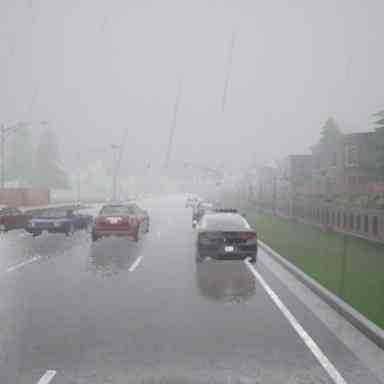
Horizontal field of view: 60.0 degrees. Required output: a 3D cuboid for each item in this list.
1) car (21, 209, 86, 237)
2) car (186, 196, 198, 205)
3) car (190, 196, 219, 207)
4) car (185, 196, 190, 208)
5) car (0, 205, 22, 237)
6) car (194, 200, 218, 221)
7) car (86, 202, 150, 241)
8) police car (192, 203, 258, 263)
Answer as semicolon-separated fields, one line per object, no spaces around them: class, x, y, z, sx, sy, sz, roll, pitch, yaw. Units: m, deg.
car;-6.893;1.574;17.864;1.895;1.301;4.718;0;0;0
car;0.022;1.460;59.771;2.033;1.411;5.357;0;0;0
car;1.058;1.319;21.884;2.097;1.767;4.553;0;0;0
car;0.026;1.533;45.998;1.895;1.301;4.718;0;0;0
car;-10.393;1.451;18.046;1.882;1.535;5.008;0;0;0
car;1.061;1.485;27.914;1.812;1.442;4.674;0;0;0
car;-3.394;1.326;16.601;2.097;1.767;4.553;0;0;0
police car;1.055;1.407;12.024;1.930;1.638;5.238;0;0;0
